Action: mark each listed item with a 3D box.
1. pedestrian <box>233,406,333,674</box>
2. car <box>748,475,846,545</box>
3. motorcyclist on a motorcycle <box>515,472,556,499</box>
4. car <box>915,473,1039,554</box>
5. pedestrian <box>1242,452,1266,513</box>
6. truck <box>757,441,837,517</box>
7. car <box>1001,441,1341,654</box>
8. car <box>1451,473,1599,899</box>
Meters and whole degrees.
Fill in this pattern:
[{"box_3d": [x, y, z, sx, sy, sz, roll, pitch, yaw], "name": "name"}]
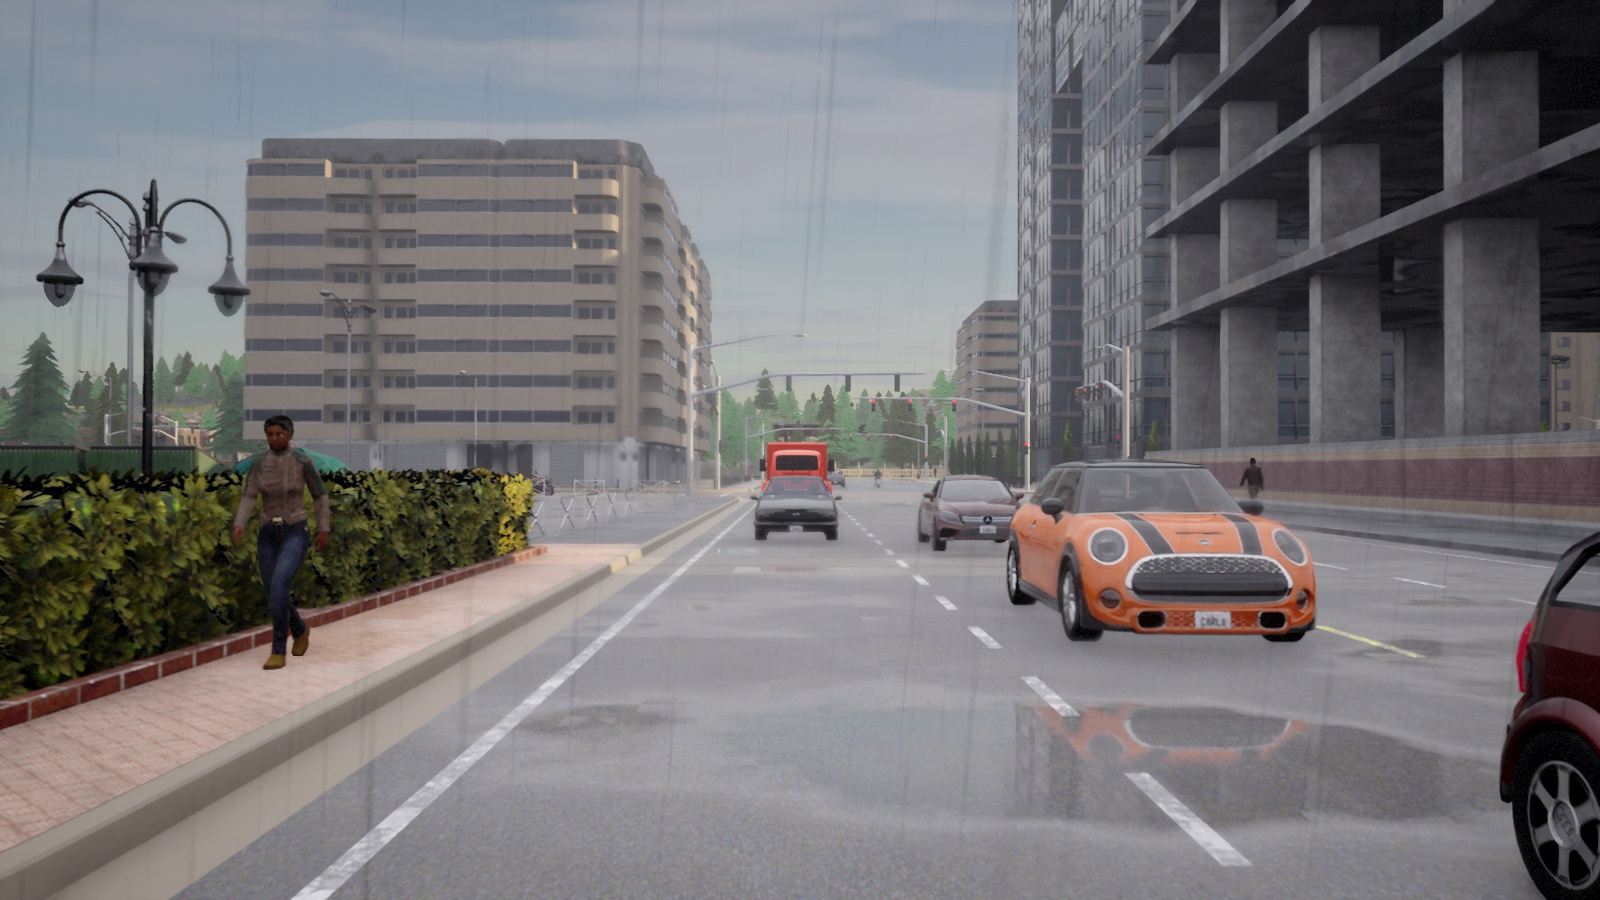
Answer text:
[{"box_3d": [-3.648, 0.614, 8.905, 0.328, 1.805, 0.869, 0, -1, 1], "name": "pedestrian"}, {"box_3d": [-0.069, 1.293, 28.754, 2.033, 1.411, 5.357, 0, -1, 0], "name": "car"}, {"box_3d": [-15.263, 2.054, 72.468, 2.191, 1.530, 0.866, 0, -1, 0], "name": "motorcyclist on a motorcycle"}, {"box_3d": [3.440, 1.204, 25.218, 1.812, 1.442, 4.674, 0, -1, 0], "name": "car"}, {"box_3d": [13.889, 0.989, 38.423, 0.431, 1.840, 0.703, 0, -1, -2], "name": "pedestrian"}, {"box_3d": [-0.107, 0.983, 43.692, 2.627, 2.467, 5.204, 0, -1, 0], "name": "truck"}, {"box_3d": [3.469, 0.849, 12.792, 2.097, 1.767, 4.553, 0, -1, 0], "name": "car"}, {"box_3d": [3.492, 0.826, 3.127, 1.789, 1.549, 3.705, 0, -1, 0], "name": "car"}]
